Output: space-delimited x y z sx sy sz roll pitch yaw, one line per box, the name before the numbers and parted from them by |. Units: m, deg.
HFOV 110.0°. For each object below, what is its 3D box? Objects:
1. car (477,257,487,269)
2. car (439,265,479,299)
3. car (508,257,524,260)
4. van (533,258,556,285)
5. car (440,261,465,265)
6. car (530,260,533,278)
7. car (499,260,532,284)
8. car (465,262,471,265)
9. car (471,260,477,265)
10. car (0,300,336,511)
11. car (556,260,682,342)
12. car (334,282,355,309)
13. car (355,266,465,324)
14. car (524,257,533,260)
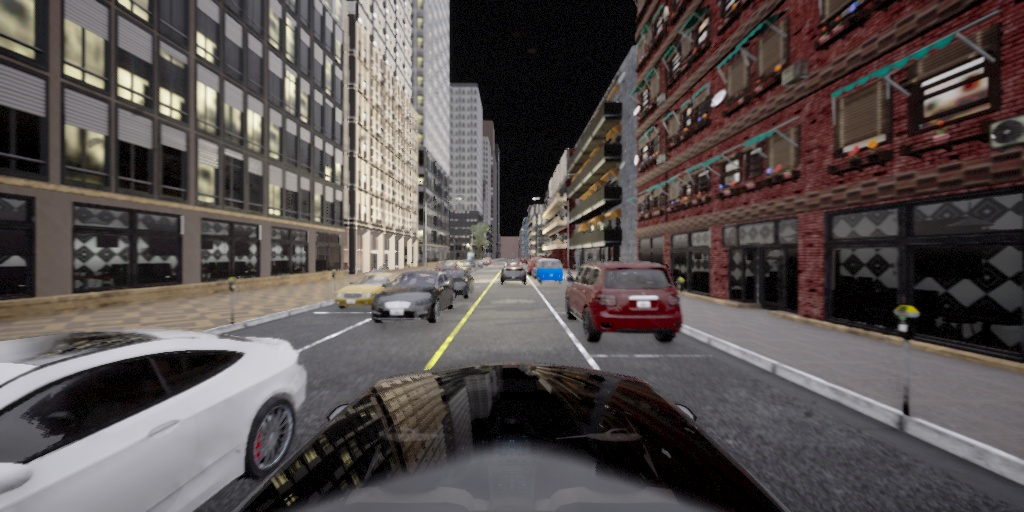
car | -5.688 1.357 59.659 2.007 1.370 4.403 0 0 0
car | -2.999 1.327 18.102 1.994 1.385 4.181 0 0 0
car | 0.089 1.140 44.904 2.097 1.767 4.553 0 0 0
van | 2.691 1.110 26.355 1.690 1.789 3.998 0 0 0
car | -5.689 1.215 31.905 1.967 1.591 4.097 0 0 0
car | 2.692 1.325 31.905 2.007 1.370 4.403 0 0 0
car | 0.100 1.263 26.729 2.128 1.511 4.902 0 0 0
car | -5.689 1.306 37.286 1.751 1.417 4.829 0 0 0
car | -5.688 1.337 43.007 2.007 1.370 4.403 0 0 0
car | -3.086 1.276 2.019 1.812 1.442 4.674 0 0 0
car | 2.690 1.070 9.702 2.192 1.841 5.009 0 0 0
car | -5.690 1.286 15.082 1.751 1.417 4.829 0 0 0
car | -3.074 1.249 12.095 2.128 1.511 4.902 0 0 1
car | 2.692 1.095 37.456 2.192 1.841 5.009 0 0 0
